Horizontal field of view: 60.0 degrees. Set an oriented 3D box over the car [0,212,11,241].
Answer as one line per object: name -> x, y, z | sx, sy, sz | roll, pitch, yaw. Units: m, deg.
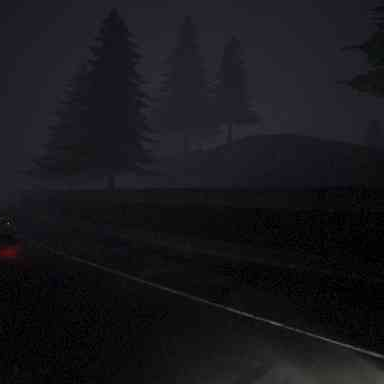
car -> -9.852, 1.481, 15.634 | 1.812, 1.442, 4.674 | 0, 0, -40
